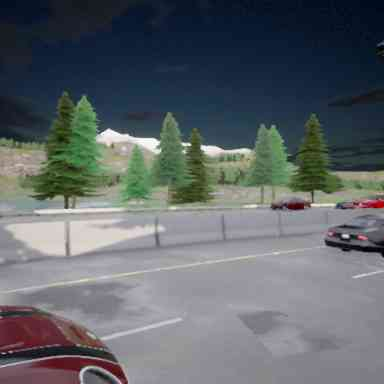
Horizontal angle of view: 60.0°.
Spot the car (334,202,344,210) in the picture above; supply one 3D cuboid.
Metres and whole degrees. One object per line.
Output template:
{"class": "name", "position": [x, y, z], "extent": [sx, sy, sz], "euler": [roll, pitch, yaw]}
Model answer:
{"class": "car", "position": [18.002, 1.495, 37.133], "extent": [4.181, 1.385, 1.994], "euler": [0, 0, -22]}

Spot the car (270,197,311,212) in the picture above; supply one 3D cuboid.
{"class": "car", "position": [11.326, 1.396, 38.091], "extent": [5.008, 1.535, 1.882], "euler": [0, 0, -24]}

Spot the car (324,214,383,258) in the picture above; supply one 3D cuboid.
{"class": "car", "position": [7.320, 1.526, 12.379], "extent": [5.357, 1.411, 2.033], "euler": [0, 0, -30]}

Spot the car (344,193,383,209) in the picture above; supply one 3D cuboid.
{"class": "car", "position": [18.597, 1.159, 33.642], "extent": [5.566, 2.045, 2.150], "euler": [0, 0, -22]}

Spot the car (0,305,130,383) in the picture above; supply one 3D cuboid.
{"class": "car", "position": [-2.564, 1.341, 1.804], "extent": [4.553, 1.767, 2.097], "euler": [0, 0, -36]}
